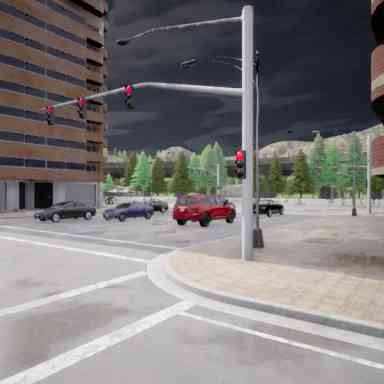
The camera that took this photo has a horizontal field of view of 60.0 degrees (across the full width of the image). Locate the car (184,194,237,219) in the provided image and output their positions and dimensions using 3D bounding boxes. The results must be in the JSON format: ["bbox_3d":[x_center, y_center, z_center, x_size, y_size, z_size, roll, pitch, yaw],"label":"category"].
[{"bbox_3d":[1.858,1.221,30.321,2.150,2.045,5.566,0,0,36],"label":"car"}]

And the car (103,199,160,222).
[{"bbox_3d":[-5.048,1.526,27.030,1.812,1.442,4.674,0,0,36],"label":"car"}]

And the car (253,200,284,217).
[{"bbox_3d":[7.158,1.478,31.701,1.882,1.535,5.008,0,0,36],"label":"car"}]

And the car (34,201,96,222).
[{"bbox_3d":[-9.907,1.505,26.288,1.837,1.490,4.892,0,0,36],"label":"car"}]

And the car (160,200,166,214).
[{"bbox_3d":[-4.426,1.491,33.830,2.128,1.511,4.902,0,0,36],"label":"car"}]

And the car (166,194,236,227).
[{"bbox_3d":[0.966,1.221,23.092,2.150,2.045,5.566,0,0,36],"label":"car"}]
